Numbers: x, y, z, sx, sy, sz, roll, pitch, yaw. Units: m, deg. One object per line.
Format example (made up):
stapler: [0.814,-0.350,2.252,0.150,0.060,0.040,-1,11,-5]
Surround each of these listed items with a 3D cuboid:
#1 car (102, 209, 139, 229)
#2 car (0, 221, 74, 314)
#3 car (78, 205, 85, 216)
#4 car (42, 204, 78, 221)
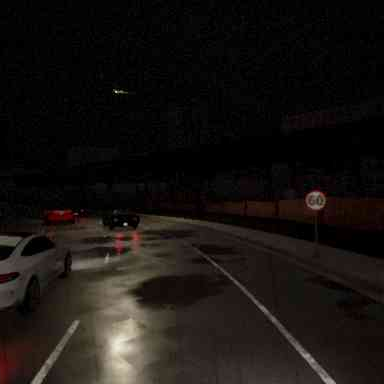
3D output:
car: [-5.331,1.904,24.315,1.895,1.301,4.718,-1,-1,-23]
car: [-4.139,1.648,7.638,1.812,1.442,4.674,0,-1,-8]
car: [-14.135,2.174,38.709,1.895,1.301,4.718,-1,-1,-37]
car: [-11.671,1.805,28.887,2.097,1.767,4.553,-1,0,-30]
